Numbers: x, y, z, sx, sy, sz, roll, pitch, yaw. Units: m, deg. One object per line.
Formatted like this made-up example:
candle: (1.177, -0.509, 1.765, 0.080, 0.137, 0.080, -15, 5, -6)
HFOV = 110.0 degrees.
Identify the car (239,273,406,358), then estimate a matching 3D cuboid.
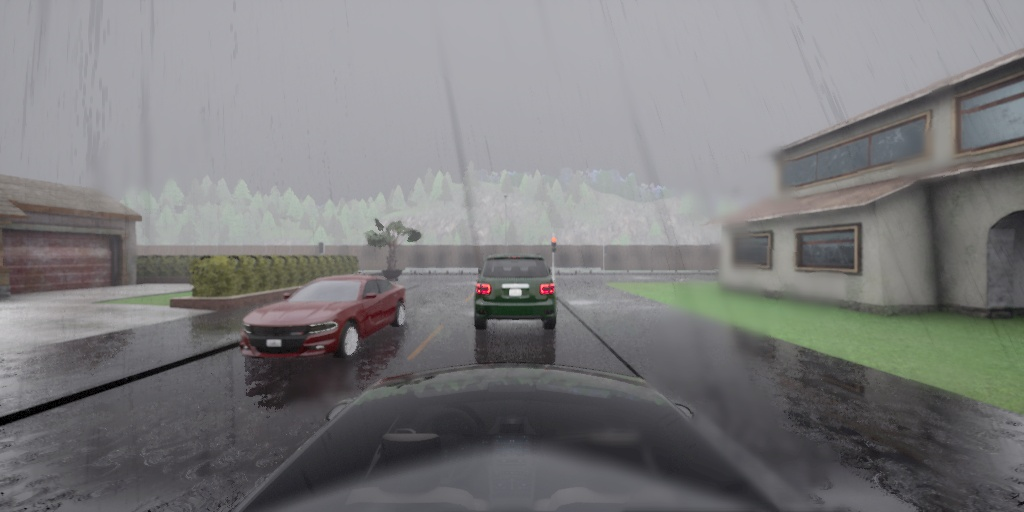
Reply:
car: (-4.069, 1.215, 8.651, 1.882, 1.535, 5.008, 0, 0, 0)

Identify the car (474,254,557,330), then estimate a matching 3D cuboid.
car: (0.082, 0.954, 11.219, 2.150, 2.045, 5.566, 0, 0, 0)
